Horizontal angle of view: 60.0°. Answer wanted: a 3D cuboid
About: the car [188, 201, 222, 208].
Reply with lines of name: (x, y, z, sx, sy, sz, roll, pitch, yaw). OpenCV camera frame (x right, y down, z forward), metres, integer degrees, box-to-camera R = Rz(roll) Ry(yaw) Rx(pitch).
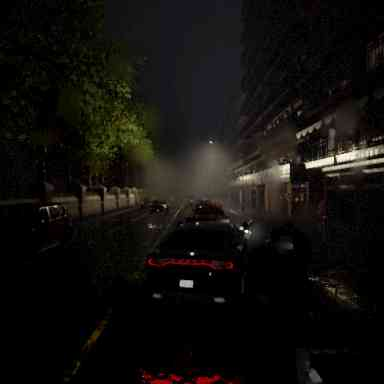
car: (0.861, 1.465, 18.121, 1.882, 1.535, 5.008, 0, 0, 0)

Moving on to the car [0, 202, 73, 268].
car: (-5.715, 1.306, 11.346, 2.192, 1.841, 5.009, 0, 0, 0)

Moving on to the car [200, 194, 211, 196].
car: (2.578, 1.425, 50.775, 1.967, 1.590, 4.097, 0, 0, 0)

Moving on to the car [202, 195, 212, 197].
car: (2.590, 1.528, 45.146, 1.887, 1.381, 4.507, 0, 0, 0)

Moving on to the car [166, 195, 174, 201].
car: (-5.890, 1.533, 89.999, 1.752, 1.417, 4.829, 0, 0, 0)

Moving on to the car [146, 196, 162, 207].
car: (-5.803, 1.425, 50.755, 1.967, 1.590, 4.097, 0, 0, 0)

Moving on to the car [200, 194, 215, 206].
car: (2.564, 1.301, 56.405, 2.192, 1.841, 5.009, 0, 0, 0)

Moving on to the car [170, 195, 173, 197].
car: (-5.864, 1.522, 78.738, 1.752, 1.417, 4.829, 0, 0, 0)

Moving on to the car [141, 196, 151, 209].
car: (-5.791, 1.424, 45.127, 1.967, 1.590, 4.097, 0, 0, 0)

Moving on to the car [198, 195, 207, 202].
car: (2.515, 1.437, 78.926, 1.967, 1.590, 4.097, 0, 0, 0)

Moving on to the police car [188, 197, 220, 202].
police car: (0.847, 1.410, 24.231, 1.930, 1.638, 5.238, 0, 0, 0)

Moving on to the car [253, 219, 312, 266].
car: (2.665, 1.557, 11.365, 1.947, 1.339, 4.313, 0, 0, 0)

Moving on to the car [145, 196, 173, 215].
car: (-3.160, 1.488, 33.078, 1.837, 1.490, 4.892, 0, 0, 0)

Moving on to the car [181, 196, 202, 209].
car: (-0.078, 1.531, 45.066, 2.033, 1.411, 5.357, 0, 0, 0)

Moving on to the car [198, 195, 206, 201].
car: (2.503, 1.568, 84.557, 1.947, 1.339, 4.313, 0, 0, 0)

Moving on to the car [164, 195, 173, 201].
car: (-5.877, 1.553, 84.538, 2.008, 1.369, 4.403, 0, 0, 0)

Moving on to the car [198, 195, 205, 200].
car: (2.490, 1.533, 90.358, 1.752, 1.417, 4.829, 0, 0, 0)

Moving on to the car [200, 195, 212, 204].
car: (2.553, 1.428, 62.036, 1.967, 1.590, 4.097, 0, 0, 0)

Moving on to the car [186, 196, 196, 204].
car: (-0.139, 1.466, 63.738, 1.882, 1.535, 5.008, 0, 0, 0)

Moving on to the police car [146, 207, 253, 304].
police car: (0.425, 1.419, 8.417, 1.930, 1.638, 5.238, 0, 0, 12)
